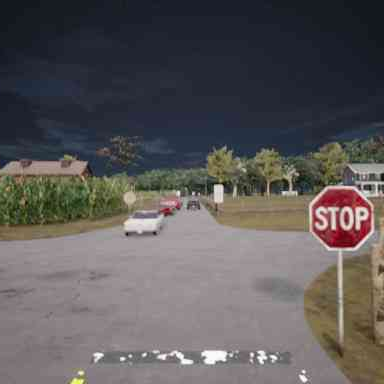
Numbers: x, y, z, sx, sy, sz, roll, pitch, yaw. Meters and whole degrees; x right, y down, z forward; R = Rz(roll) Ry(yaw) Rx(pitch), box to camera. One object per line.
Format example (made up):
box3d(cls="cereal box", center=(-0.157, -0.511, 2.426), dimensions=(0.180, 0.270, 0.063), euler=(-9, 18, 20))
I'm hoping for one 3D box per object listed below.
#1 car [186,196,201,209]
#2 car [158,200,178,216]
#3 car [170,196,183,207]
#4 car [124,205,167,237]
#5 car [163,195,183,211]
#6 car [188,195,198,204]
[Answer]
box3d(cls="car", center=(0.247, 1.699, 49.008), dimensions=(1.837, 1.490, 4.892), euler=(0, 0, 0))
box3d(cls="car", center=(-2.748, 1.738, 33.932), dimensions=(1.895, 1.301, 4.718), euler=(0, 0, 0))
box3d(cls="car", center=(-2.605, 1.577, 56.896), dimensions=(2.097, 1.767, 4.553), euler=(0, 0, 1))
box3d(cls="car", center=(-2.806, 1.766, 20.095), dimensions=(1.895, 1.301, 4.718), euler=(-1, 2, 0))
box3d(cls="car", center=(-2.698, 1.400, 44.983), dimensions=(2.150, 2.045, 5.566), euler=(0, 0, 1))
box3d(cls="car", center=(0.239, 1.638, 71.584), dimensions=(2.097, 1.767, 4.553), euler=(0, 0, 0))
